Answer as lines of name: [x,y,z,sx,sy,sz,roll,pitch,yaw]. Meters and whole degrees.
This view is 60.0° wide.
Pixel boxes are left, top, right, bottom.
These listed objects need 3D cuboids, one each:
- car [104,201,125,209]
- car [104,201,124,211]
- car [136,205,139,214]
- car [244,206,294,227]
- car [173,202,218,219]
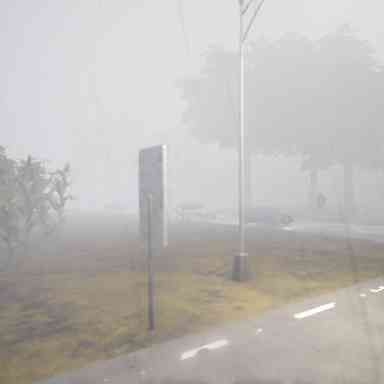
car: [-13.468,2.223,57.409,1.895,1.301,4.718,-1,0,-35]
car: [-11.832,2.096,50.094,1.812,1.442,4.674,-1,0,-34]
car: [-5.323,1.961,40.756,1.812,1.442,4.674,-1,0,-35]
car: [5.607,1.786,25.266,1.994,1.385,4.181,-1,0,-36]
car: [0.453,1.922,32.545,1.895,1.301,4.718,-1,0,-35]
